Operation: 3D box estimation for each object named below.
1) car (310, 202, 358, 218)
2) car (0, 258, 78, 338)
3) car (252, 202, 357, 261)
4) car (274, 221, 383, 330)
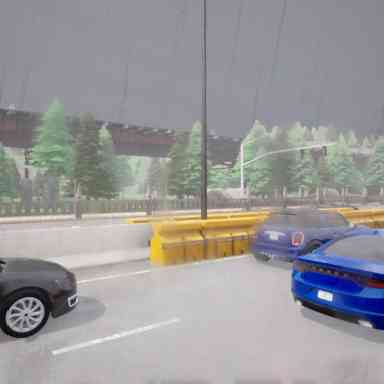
[{"bbox_3d":[13.054,1.601,30.513,4.718,1.301,1.895,0,0,-36],"label":"car"},{"bbox_3d":[-4.273,1.505,4.998,4.892,1.490,1.837,0,0,-35],"label":"car"},{"bbox_3d":[4.147,1.352,11.008,4.553,1.767,2.097,0,0,-36],"label":"car"},{"bbox_3d":[4.108,1.478,6.681,5.008,1.535,1.882,0,0,-36],"label":"car"}]
